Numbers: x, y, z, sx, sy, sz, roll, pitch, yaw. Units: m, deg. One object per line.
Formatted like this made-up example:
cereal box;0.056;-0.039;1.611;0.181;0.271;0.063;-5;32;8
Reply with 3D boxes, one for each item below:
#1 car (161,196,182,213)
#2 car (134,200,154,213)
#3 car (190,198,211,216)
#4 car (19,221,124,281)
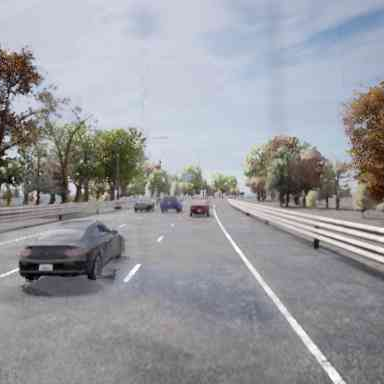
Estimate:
car;-2.476;1.478;41.072;2.150;2.045;5.566;0;0;3
car;-5.953;1.752;41.608;2.128;1.511;4.902;0;0;3
car;0.864;1.696;35.307;1.882;1.535;5.008;0;0;3
car;-3.326;1.584;9.939;1.812;1.442;4.674;0;0;1
